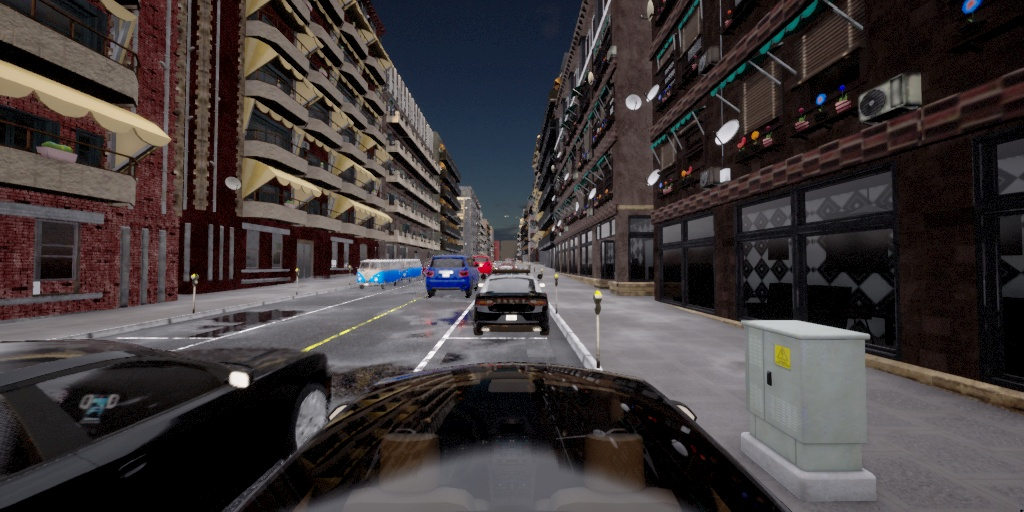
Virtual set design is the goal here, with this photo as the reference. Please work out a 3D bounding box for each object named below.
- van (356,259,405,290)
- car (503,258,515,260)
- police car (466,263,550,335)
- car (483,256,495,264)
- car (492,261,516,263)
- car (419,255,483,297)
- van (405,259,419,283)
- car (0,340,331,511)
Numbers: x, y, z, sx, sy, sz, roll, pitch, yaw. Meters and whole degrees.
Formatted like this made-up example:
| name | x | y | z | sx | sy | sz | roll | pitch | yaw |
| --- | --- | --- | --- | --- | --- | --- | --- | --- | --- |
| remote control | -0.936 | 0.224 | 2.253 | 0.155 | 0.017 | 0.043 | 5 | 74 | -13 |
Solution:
| name | x | y | z | sx | sy | sz | roll | pitch | yaw |
| --- | --- | --- | --- | --- | --- | --- | --- | --- | --- |
| van | -8.335 | 1.108 | 22.603 | 1.690 | 1.789 | 3.998 | 0 | 0 | 0 |
| car | -0.446 | 1.240 | 39.134 | 1.967 | 1.591 | 4.097 | 0 | 0 | 0 |
| police car | -0.012 | 1.180 | 10.613 | 1.930 | 1.638 | 5.238 | 0 | 0 | 0 |
| car | -2.924 | 1.013 | 35.342 | 2.150 | 2.045 | 5.566 | 0 | 0 | 0 |
| car | -0.453 | 1.322 | 28.072 | 1.888 | 1.381 | 4.507 | 0 | 0 | 0 |
| car | -3.013 | 0.984 | 19.041 | 2.150 | 2.045 | 5.566 | 0 | 0 | 0 |
| van | -8.336 | 1.118 | 28.134 | 1.690 | 1.789 | 3.998 | 0 | 0 | 0 |
| car | -2.928 | 1.227 | 1.975 | 1.882 | 1.535 | 5.008 | 0 | 0 | 0 |
